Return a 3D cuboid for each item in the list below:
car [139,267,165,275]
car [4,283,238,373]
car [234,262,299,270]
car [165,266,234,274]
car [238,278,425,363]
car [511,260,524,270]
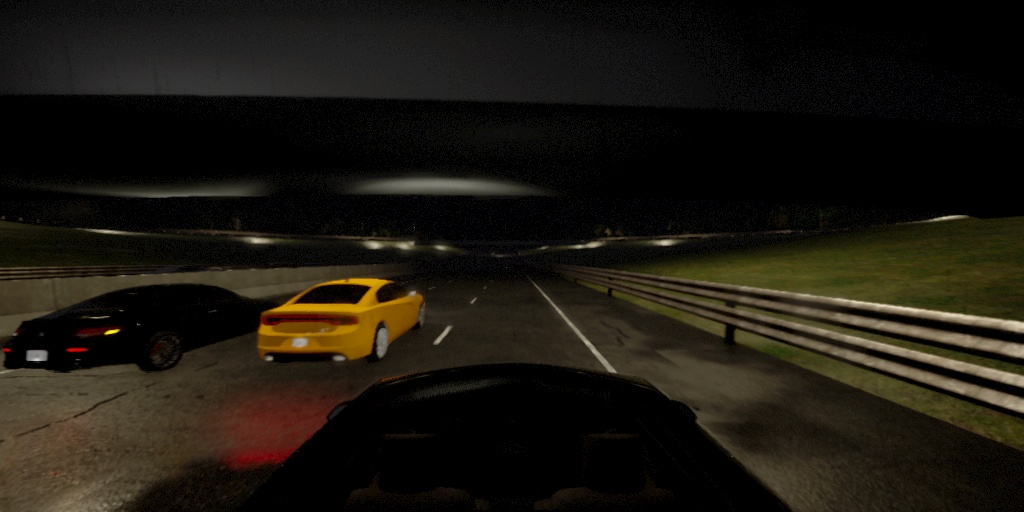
[{"bbox_3d":[-24.592,1.429,26.339,2.033,1.411,5.357,0,-1,0],"label":"car"},{"bbox_3d":[-6.890,1.287,7.509,1.812,1.442,4.674,0,0,0],"label":"car"},{"bbox_3d":[-17.590,1.236,26.584,2.097,1.767,4.553,0,0,0],"label":"car"},{"bbox_3d":[-21.096,1.473,25.337,1.895,1.301,4.718,0,-1,0],"label":"car"},{"bbox_3d":[-3.392,1.242,8.230,1.882,1.535,5.008,0,0,0],"label":"car"},{"bbox_3d":[1.188,1.787,64.622,1.882,1.535,5.008,0,-1,0],"label":"car"}]
